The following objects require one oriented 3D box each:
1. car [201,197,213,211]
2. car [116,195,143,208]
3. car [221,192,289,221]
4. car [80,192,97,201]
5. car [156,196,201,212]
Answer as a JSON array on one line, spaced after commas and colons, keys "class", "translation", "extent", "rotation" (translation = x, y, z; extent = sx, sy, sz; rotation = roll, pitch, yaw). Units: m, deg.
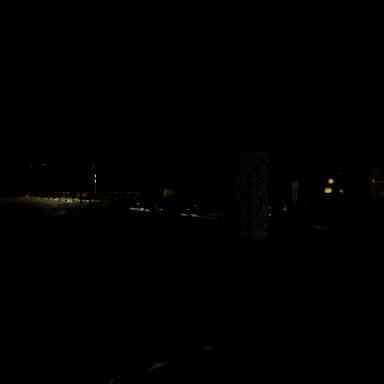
[{"class": "car", "translation": [0.192, 1.210, 35.121], "extent": [2.128, 1.511, 4.902], "rotation": [1, 0, -36]}, {"class": "car", "translation": [-7.668, 1.085, 40.870], "extent": [2.128, 1.511, 4.902], "rotation": [1, 0, -36]}, {"class": "car", "translation": [4.371, 1.027, 24.431], "extent": [2.150, 2.045, 5.566], "rotation": [1, 0, -36]}, {"class": "car", "translation": [-19.112, 0.719, 61.449], "extent": [2.097, 1.767, 4.553], "rotation": [1, 0, -35]}, {"class": "car", "translation": [-1.548, 1.303, 32.501], "extent": [1.895, 1.301, 4.718], "rotation": [1, 0, -36]}]
